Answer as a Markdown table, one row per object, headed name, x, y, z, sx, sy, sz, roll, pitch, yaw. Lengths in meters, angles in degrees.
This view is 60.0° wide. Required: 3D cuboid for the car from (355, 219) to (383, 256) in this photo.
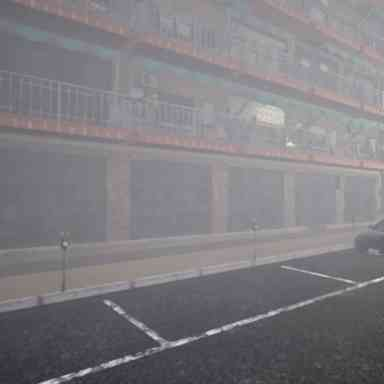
| name | x | y | z | sx | sy | sz | roll | pitch | yaw |
| --- | --- | --- | --- | --- | --- | --- | --- | --- | --- |
| car | 7.670 | 1.562 | 12.019 | 4.313 | 1.339 | 1.947 | 0 | 1 | -35 |
